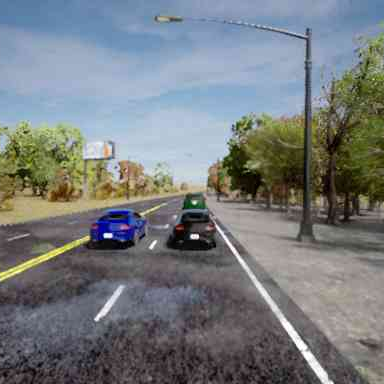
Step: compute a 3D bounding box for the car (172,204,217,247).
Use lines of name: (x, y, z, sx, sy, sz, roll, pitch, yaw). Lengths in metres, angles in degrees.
car: (0.114, 1.504, 14.906, 1.812, 1.442, 4.674, 0, 1, 0)

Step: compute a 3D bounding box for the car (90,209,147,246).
car: (-3.137, 1.466, 14.777, 1.812, 1.442, 4.674, 1, 0, 0)

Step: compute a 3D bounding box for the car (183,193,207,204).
car: (0.253, 1.110, 33.240, 2.150, 2.045, 5.566, 3, 0, 1)
